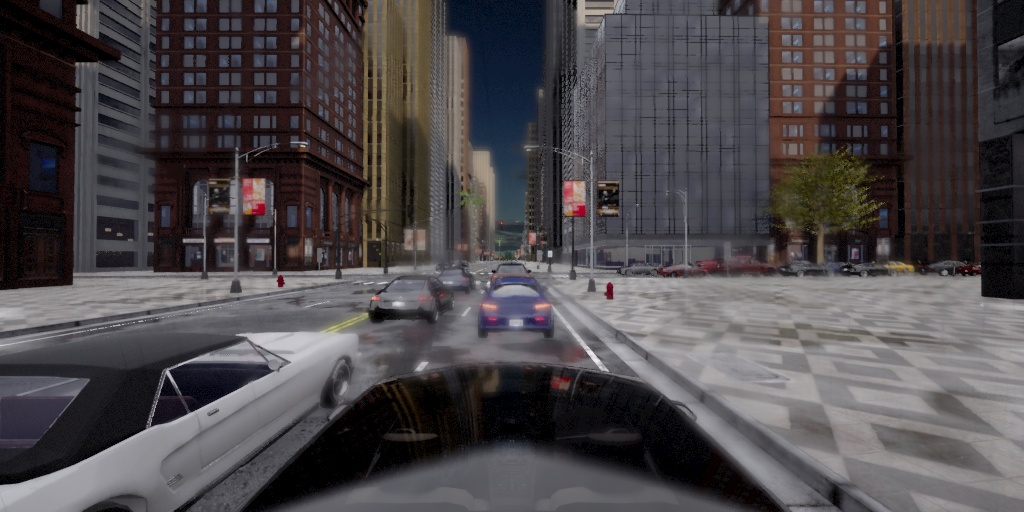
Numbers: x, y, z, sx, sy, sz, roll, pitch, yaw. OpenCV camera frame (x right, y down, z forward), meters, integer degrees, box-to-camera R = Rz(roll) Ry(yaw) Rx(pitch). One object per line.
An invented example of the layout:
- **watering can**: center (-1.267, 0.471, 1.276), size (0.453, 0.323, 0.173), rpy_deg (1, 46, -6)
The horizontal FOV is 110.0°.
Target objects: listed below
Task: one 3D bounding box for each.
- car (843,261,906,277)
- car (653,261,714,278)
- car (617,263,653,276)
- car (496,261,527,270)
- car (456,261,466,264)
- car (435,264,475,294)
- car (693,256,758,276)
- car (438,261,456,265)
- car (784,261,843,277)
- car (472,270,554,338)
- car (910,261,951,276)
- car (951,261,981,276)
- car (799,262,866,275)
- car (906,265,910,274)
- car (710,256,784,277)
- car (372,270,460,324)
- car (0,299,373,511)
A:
- **car**: center (32.186, 1.258, 32.385), size (4.313, 1.339, 1.948), rpy_deg (0, 0, -1)
- **car**: center (15.273, 1.325, 32.099), size (4.207, 1.307, 1.802), rpy_deg (0, 0, -1)
- **car**: center (13.233, 1.383, 37.841), size (4.181, 1.385, 1.994), rpy_deg (0, -1, -1)
- **car**: center (-0.025, 1.134, 19.048), size (2.097, 1.767, 4.553), rpy_deg (0, 0, 0)
- **car**: center (-9.905, 1.542, 63.068), size (2.128, 1.511, 4.902), rpy_deg (0, 0, 0)
- **car**: center (-3.177, 1.352, 20.439), size (1.994, 1.385, 4.181), rpy_deg (0, 0, 0)
- **car**: center (22.537, 1.008, 38.001), size (5.566, 2.045, 2.150), rpy_deg (0, -1, -1)
- **car**: center (-9.914, 1.542, 52.783), size (1.994, 1.385, 4.181), rpy_deg (0, 0, 0)
- **car**: center (26.549, 1.274, 32.290), size (4.313, 1.339, 1.948), rpy_deg (0, 0, -1)
- **car**: center (0.093, 1.284, 10.062), size (1.812, 1.442, 4.674), rpy_deg (0, 0, 0)
- **car**: center (42.752, 1.204, 35.190), size (4.892, 1.490, 1.837), rpy_deg (0, -1, -1)
- **car**: center (43.462, 1.212, 32.577), size (4.507, 1.381, 1.888), rpy_deg (0, 0, -1)
- **car**: center (33.999, 1.304, 38.181), size (5.357, 1.411, 2.033), rpy_deg (0, -1, -1)
- **car**: center (43.153, 1.293, 41.097), size (4.829, 1.417, 1.751), rpy_deg (0, 0, -1)
- **car**: center (20.912, 1.039, 32.194), size (5.009, 1.841, 2.192), rpy_deg (0, 0, -1)
- **car**: center (-3.166, 1.326, 12.051), size (1.994, 1.385, 4.181), rpy_deg (0, 0, 0)
- **car**: center (-3.156, 1.351, 3.228), size (1.895, 1.301, 4.718), rpy_deg (0, 0, 0)
